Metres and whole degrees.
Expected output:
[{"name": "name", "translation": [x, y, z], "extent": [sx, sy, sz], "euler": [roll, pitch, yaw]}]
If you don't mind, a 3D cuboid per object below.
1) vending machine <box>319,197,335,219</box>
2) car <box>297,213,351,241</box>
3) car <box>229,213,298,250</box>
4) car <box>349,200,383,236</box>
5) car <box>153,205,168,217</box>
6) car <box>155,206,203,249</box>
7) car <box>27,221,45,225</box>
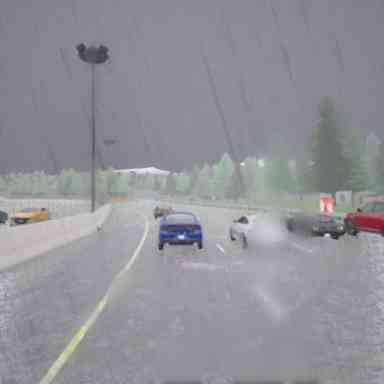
[{"name": "vending machine", "translation": [13.064, 1.534, 32.264], "extent": [1.100, 2.100, 0.880], "euler": [0, -1, -9]}, {"name": "car", "translation": [6.239, 1.794, 17.986], "extent": [1.895, 1.301, 4.718], "euler": [0, -1, -5]}, {"name": "car", "translation": [2.931, 1.697, 15.150], "extent": [1.812, 1.442, 4.674], "euler": [0, 0, -4]}, {"name": "car", "translation": [9.855, 1.385, 16.622], "extent": [2.150, 2.045, 5.566], "euler": [0, -1, -4]}, {"name": "car", "translation": [-2.987, 2.025, 34.604], "extent": [1.895, 1.301, 4.718], "euler": [0, -1, -10]}, {"name": "car", "translation": [-0.604, 1.668, 15.665], "extent": [1.882, 1.535, 5.008], "euler": [0, -1, -4]}, {"name": "car", "translation": [-12.443, 1.833, 26.003], "extent": [1.882, 1.535, 5.008], "euler": [0, -1, -8]}]
